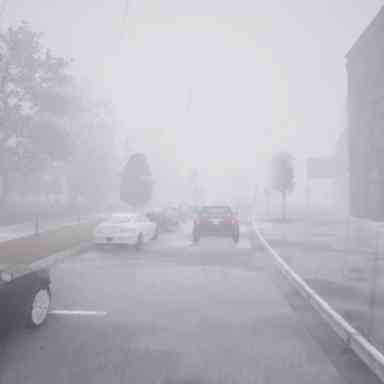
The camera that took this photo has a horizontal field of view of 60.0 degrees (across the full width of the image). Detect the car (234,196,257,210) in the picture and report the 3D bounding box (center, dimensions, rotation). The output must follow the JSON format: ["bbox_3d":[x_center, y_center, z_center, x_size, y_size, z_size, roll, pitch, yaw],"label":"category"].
[{"bbox_3d":[6.937,1.637,43.489,1.994,1.385,4.181,-1,0,17],"label":"car"}]

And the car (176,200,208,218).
[{"bbox_3d":[0.128,1.575,32.532,2.097,1.535,5.008,-1,0,13],"label":"car"}]

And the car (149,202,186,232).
[{"bbox_3d":[-2.008,1.568,20.689,2.097,1.535,5.008,-1,0,9],"label":"car"}]

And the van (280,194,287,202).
[{"bbox_3d":[21.441,1.484,83.237,1.878,1.987,4.442,-4,-1,32],"label":"van"}]

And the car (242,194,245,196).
[{"bbox_3d":[8.293,1.369,58.507,2.435,2.045,5.566,-4,-1,22],"label":"car"}]

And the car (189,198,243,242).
[{"bbox_3d":[1.282,1.384,16.818,2.097,1.767,4.553,0,0,6],"label":"car"}]

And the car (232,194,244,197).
[{"bbox_3d":[6.235,1.617,53.271,2.231,1.521,4.892,-4,-1,20],"label":"car"}]

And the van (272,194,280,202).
[{"bbox_3d":[18.462,1.457,78.505,1.878,1.987,4.442,-4,-1,32],"label":"van"}]

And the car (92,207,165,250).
[{"bbox_3d":[-2.770,1.586,14.502,2.002,1.452,4.674,-1,0,7],"label":"car"}]

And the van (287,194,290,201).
[{"bbox_3d":[24.566,1.517,87.860,1.878,1.987,4.442,-4,-1,33],"label":"van"}]

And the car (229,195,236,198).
[{"bbox_3d":[4.360,1.611,48.003,2.231,1.521,4.892,-4,-1,20],"label":"car"}]

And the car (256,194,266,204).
[{"bbox_3d":[13.073,1.637,68.789,1.946,1.575,5.366,-4,-1,28],"label":"car"}]

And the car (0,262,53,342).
[{"bbox_3d":[-3.542,1.482,3.995,2.097,1.535,5.008,1,0,4],"label":"car"}]

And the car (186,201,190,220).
[{"bbox_3d":[-1.128,1.566,26.330,2.231,1.521,4.892,-1,0,11],"label":"car"}]

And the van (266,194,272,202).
[{"bbox_3d":[15.646,1.434,73.671,1.878,1.987,4.442,-4,-1,27],"label":"van"}]
